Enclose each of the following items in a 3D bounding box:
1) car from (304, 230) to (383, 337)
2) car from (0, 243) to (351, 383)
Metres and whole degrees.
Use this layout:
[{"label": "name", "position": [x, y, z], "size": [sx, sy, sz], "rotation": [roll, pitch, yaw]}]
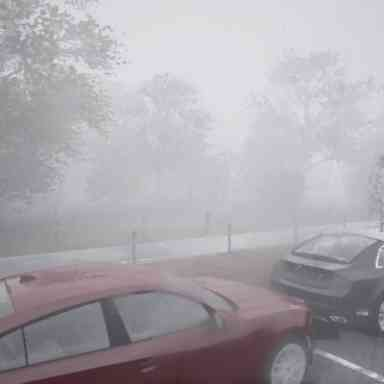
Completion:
[{"label": "car", "position": [3.720, 1.527, 6.707], "size": [4.892, 1.521, 2.231], "rotation": [1, 0, -33]}, {"label": "car", "position": [-0.804, 1.517, 3.482], "size": [5.008, 1.535, 2.097], "rotation": [0, 0, -33]}]
